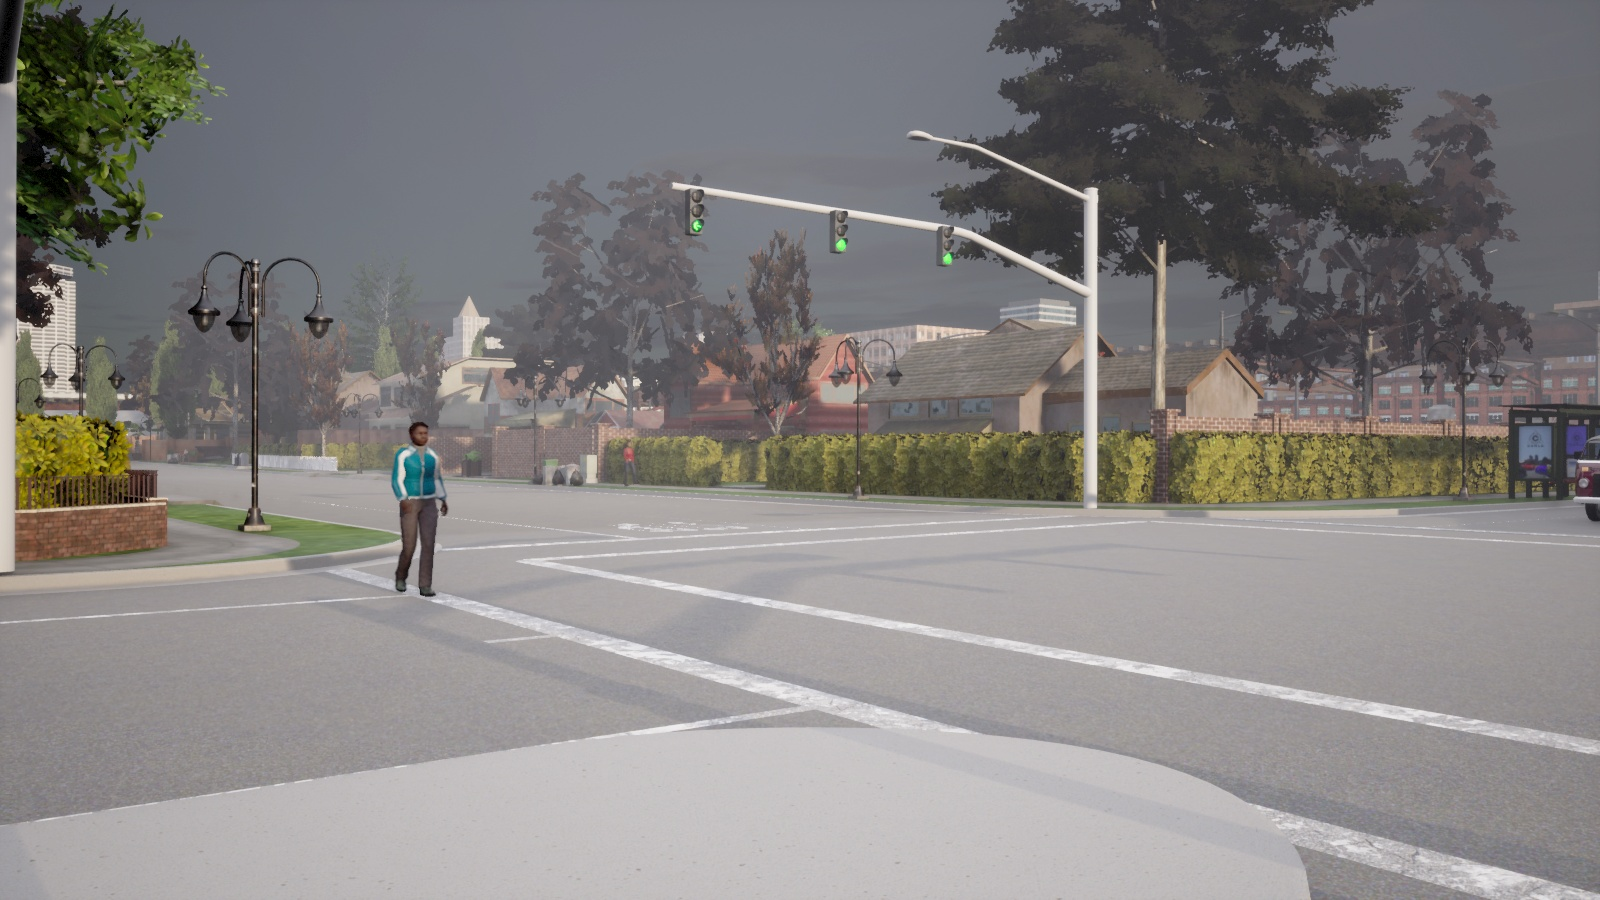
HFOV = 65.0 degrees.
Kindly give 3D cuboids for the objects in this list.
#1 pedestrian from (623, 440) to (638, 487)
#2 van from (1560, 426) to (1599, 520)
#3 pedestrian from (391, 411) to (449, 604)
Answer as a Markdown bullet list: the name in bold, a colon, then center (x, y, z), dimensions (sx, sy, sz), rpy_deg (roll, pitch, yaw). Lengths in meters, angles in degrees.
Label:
- **pedestrian**: center (-6.737, 0.546, 49.854), dimensions (0.331, 1.846, 0.636), rpy_deg (0, 0, -36)
- **van**: center (19.198, 0.497, 28.227), dimensions (4.480, 2.038, 2.069), rpy_deg (0, 0, -37)
- **pedestrian**: center (-3.918, 0.578, 12.939), dimensions (0.396, 1.930, 0.692), rpy_deg (0, 0, -33)
